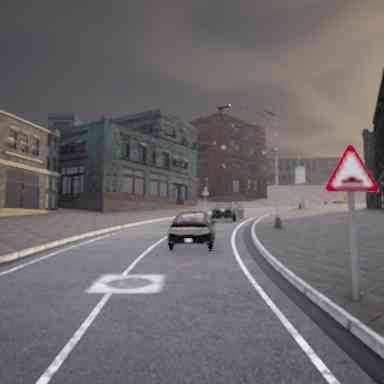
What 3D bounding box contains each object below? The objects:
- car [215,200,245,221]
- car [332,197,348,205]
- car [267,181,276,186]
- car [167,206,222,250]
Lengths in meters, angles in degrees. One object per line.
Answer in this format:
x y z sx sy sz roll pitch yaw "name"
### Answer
3.200 1.530 28.977 2.097 1.767 4.553 -2 -1 20 "car"
28.937 1.682 63.854 5.008 1.535 1.882 -1 -4 -32 "car"
21.016 -2.138 92.760 4.553 1.767 2.185 0 -5 -2 "car"
0.106 1.613 14.933 2.128 1.511 4.902 -1 0 6 "car"
